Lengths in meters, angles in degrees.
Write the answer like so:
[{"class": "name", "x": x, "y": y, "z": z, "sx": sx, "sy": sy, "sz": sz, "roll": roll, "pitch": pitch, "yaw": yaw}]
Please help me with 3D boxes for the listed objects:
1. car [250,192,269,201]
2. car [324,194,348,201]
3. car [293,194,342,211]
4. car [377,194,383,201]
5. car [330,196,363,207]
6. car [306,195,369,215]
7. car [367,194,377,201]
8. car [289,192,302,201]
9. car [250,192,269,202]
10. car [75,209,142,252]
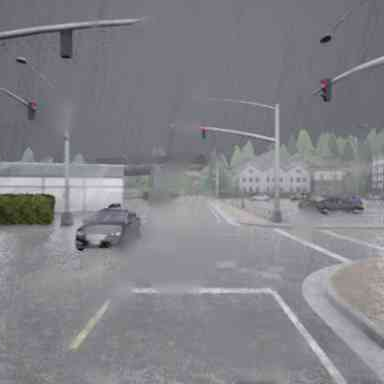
[{"class": "car", "x": 14.584, "y": 0.987, "z": 71.886, "sx": 3.866, "sy": 1.878, "sz": 1.905, "roll": 0, "pitch": 0, "yaw": 1}, {"class": "car", "x": 32.509, "y": 1.202, "z": 75.307, "sx": 4.514, "sy": 1.523, "sz": 2.007, "roll": 0, "pitch": 0, "yaw": 1}, {"class": "car", "x": 13.533, "y": 1.287, "z": 34.315, "sx": 5.027, "sy": 1.636, "sz": 2.152, "roll": 0, "pitch": 0, "yaw": 1}, {"class": "car", "x": 39.750, "y": 1.070, "z": 65.131, "sx": 5.027, "sy": 1.636, "sz": 2.152, "roll": 0, "pitch": 0, "yaw": 1}, {"class": "car", "x": 21.361, "y": 1.261, "z": 46.059, "sx": 3.633, "sy": 1.501, "sz": 1.845, "roll": 0, "pitch": 0, "yaw": 1}, {"class": "car", "x": 13.544, "y": 1.300, "z": 31.178, "sx": 4.514, "sy": 1.523, "sz": 2.007, "roll": 0, "pitch": 0, "yaw": 1}, {"class": "car", "x": 39.510, "y": 1.141, "z": 71.552, "sx": 3.806, "sy": 1.475, "sz": 1.970, "roll": 0, "pitch": 0, "yaw": 1}, {"class": "car", "x": 22.409, "y": 1.011, "z": 68.497, "sx": 4.605, "sy": 1.855, "sz": 1.932, "roll": 0, "pitch": 0, "yaw": 1}, {"class": "car", "x": 13.930, "y": 1.275, "z": 68.570, "sx": 3.806, "sy": 1.475, "sz": 1.970, "roll": 0, "pitch": 0, "yaw": 1}, {"class": "car", "x": -3.296, "y": 1.474, "z": 13.958, "sx": 2.128, "sy": 1.511, "sz": 4.902, "roll": 0, "pitch": 0, "yaw": 1}]
